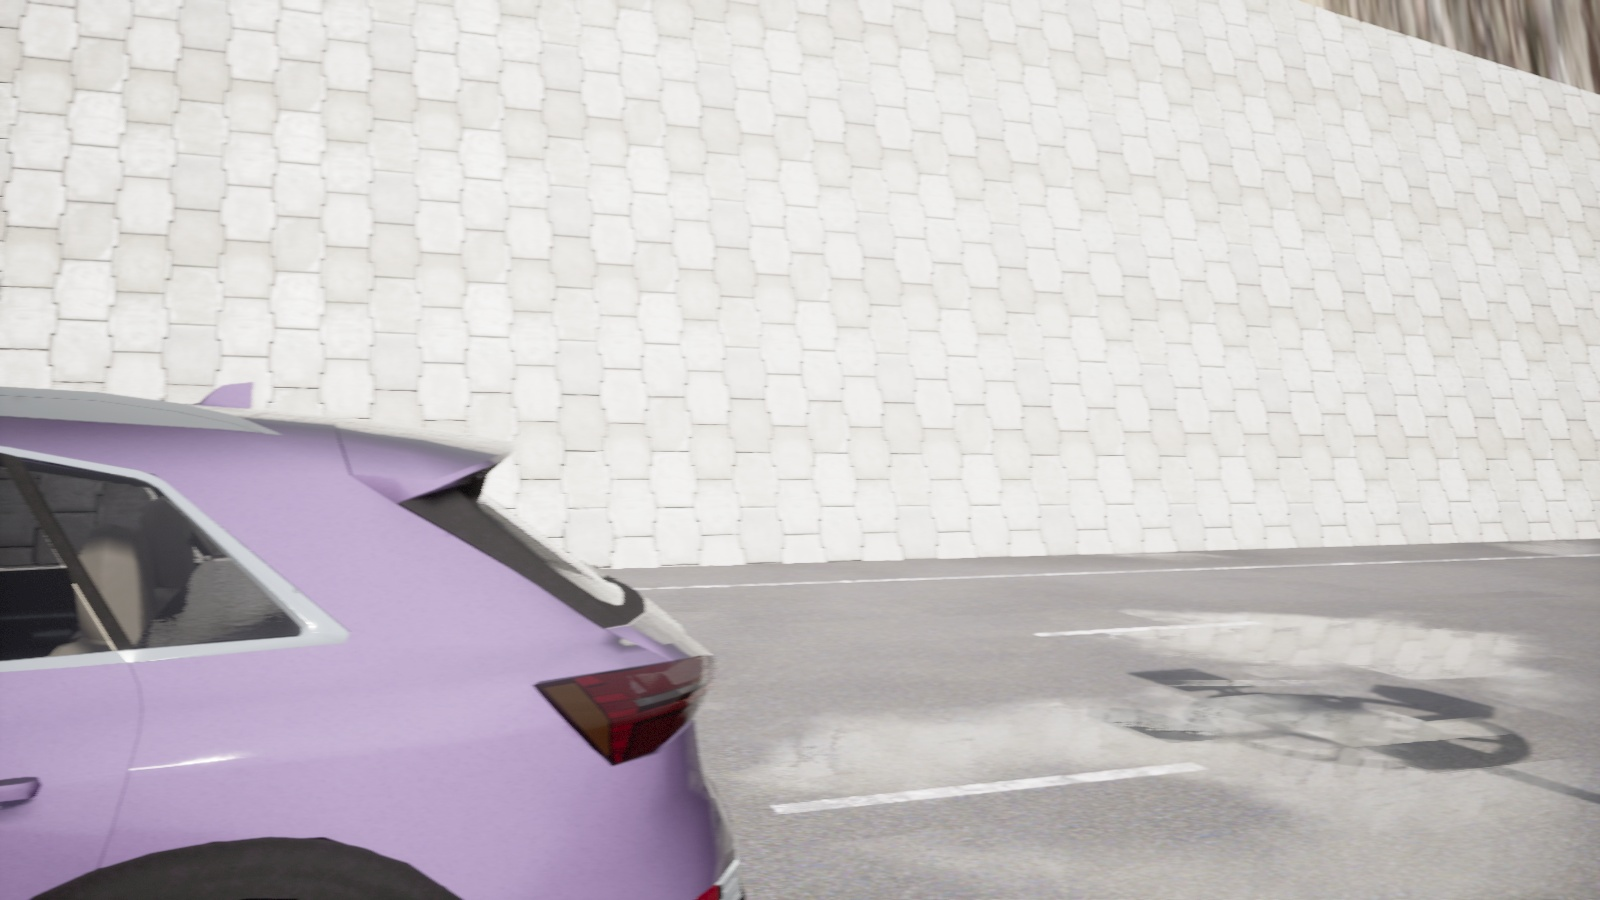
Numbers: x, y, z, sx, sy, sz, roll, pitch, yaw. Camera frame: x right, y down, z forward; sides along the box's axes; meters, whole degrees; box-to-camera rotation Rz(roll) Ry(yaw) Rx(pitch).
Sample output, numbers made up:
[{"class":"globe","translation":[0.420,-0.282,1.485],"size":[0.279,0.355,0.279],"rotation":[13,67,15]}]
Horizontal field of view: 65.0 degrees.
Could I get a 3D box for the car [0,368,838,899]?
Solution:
[{"class":"car","translation":[-2.565,0.719,2.264],"size":[4.856,1.649,2.033],"rotation":[-1,1,-21]}]
